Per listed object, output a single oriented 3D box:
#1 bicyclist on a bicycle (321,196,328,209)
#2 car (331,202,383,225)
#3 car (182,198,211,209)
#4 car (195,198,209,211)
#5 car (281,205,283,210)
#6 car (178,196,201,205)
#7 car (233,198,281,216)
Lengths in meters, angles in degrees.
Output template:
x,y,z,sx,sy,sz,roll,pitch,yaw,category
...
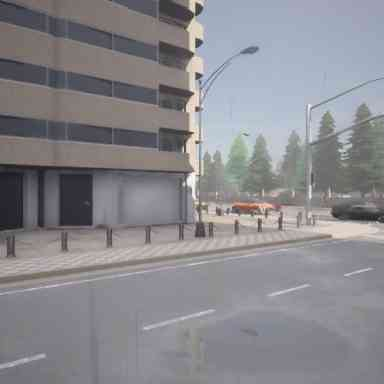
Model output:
x,y,z,sx,sy,sz,roll,pitch,yaw,category
17.332,1.356,43.463,1.656,1.620,0.582,0,0,-36,bicyclist on a bicycle
13.004,1.646,24.709,1.895,1.301,4.718,0,0,-36,car
0.611,1.619,47.884,1.994,1.385,4.181,0,0,-36,car
0.142,1.533,42.549,1.882,1.535,5.008,0,0,-36,car
7.903,1.656,37.761,1.895,1.301,4.718,0,0,-36,car
-0.534,1.581,61.754,1.812,1.442,4.674,0,0,-36,car
6.300,1.407,34.000,2.097,1.767,4.553,0,0,-36,car
